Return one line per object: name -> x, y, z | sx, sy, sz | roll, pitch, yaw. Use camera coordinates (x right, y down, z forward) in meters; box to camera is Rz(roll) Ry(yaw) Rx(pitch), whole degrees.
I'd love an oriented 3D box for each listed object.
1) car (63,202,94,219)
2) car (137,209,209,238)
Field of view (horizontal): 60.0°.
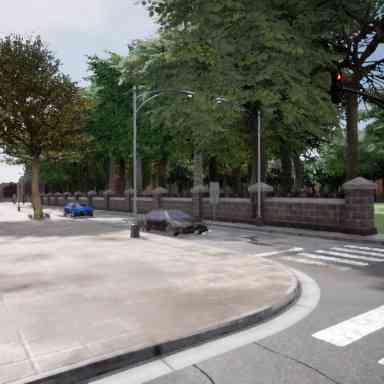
car -> -11.518, 1.812, 33.572 | 1.882, 1.535, 5.008 | 0, -1, -35
car -> -1.306, 1.698, 19.257 | 2.033, 1.411, 5.357 | 0, 0, -36
